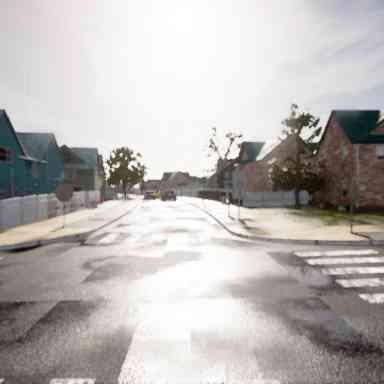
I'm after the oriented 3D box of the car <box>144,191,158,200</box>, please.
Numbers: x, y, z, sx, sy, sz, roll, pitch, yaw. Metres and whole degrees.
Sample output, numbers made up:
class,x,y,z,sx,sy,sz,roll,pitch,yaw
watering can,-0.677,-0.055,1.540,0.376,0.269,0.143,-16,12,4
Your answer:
class,x,y,z,sx,sy,sz,roll,pitch,yaw
car,-7.158,0.601,56.109,1.837,1.490,4.892,0,1,-10

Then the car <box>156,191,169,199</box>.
class,x,y,z,sx,sy,sz,roll,pitch,yaw
car,-5.622,0.514,62.363,1.882,1.535,5.008,0,0,-12

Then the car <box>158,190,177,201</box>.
class,x,y,z,sx,sy,sz,roll,pitch,yaw
car,-3.696,0.487,52.423,2.097,1.767,4.553,0,1,-10
